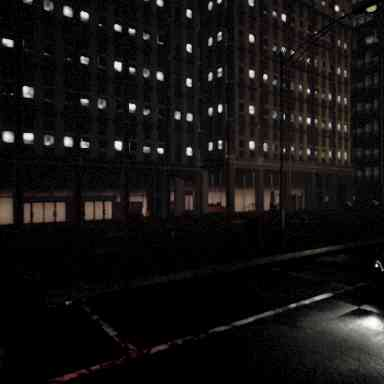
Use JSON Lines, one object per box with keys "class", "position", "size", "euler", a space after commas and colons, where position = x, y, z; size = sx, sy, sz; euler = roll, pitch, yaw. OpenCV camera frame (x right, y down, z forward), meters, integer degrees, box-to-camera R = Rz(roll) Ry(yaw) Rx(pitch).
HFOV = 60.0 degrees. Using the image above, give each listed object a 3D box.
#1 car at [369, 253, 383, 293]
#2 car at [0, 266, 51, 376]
{"class": "car", "position": [5.962, 1.499, 7.617], "size": [4.674, 1.442, 1.812], "euler": [0, 0, -35]}
{"class": "car", "position": [-3.916, 1.569, 3.769], "size": [4.313, 1.339, 1.947], "euler": [0, 0, -36]}
